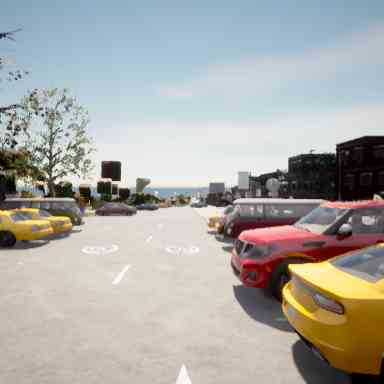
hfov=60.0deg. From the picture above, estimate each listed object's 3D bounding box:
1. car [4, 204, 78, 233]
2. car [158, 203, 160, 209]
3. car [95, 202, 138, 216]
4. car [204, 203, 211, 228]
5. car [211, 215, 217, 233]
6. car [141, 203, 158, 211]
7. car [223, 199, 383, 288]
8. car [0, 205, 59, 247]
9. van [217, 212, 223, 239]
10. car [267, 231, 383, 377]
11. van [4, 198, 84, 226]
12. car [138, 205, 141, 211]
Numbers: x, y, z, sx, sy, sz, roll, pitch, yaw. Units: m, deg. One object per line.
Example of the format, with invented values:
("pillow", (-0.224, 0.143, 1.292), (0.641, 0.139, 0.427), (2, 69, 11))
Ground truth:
("car", (-9.001, 1.552, 17.058), (5.366, 1.575, 1.946), (0, -1, -1))
("car", (-9.951, 3.241, 71.394), (4.892, 1.521, 2.231), (0, -2, -1))
("car", (-9.392, 2.218, 40.634), (4.674, 1.452, 2.002), (0, -2, -1))
("car", (3.577, 1.608, 19.527), (5.366, 1.575, 1.946), (0, -1, -1))
("car", (3.437, 1.435, 16.607), (4.553, 1.767, 2.185), (0, -1, -1))
("car", (-9.898, 3.166, 68.119), (4.674, 1.452, 2.002), (0, -2, -1))
("car", (3.684, 1.206, 7.383), (5.566, 2.045, 2.435), (0, -1, -2))
("car", (-8.933, 1.512, 14.398), (5.366, 1.575, 1.946), (0, -1, -1))
("van", (3.430, 1.294, 13.571), (4.442, 1.987, 1.878), (0, -1, -1))
("car", (3.795, 1.444, 4.466), (5.008, 1.535, 2.097), (0, 0, -2))
("van", (-8.771, 1.378, 19.862), (4.442, 1.987, 1.878), (0, -1, -1))
("car", (-9.519, 2.160, 43.806), (4.553, 1.767, 2.185), (0, -2, -1))
